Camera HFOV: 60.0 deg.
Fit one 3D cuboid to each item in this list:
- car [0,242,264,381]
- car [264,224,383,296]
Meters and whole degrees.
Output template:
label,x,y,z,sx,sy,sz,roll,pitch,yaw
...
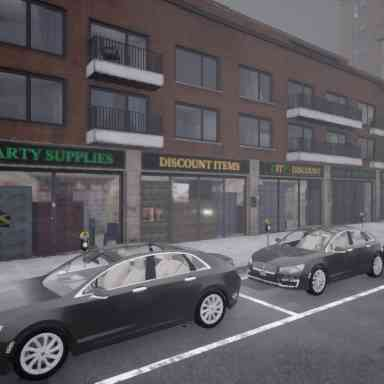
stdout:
label,x,y,z,sx,sy,sz,roll,pitch,yaw
car,-1.158,1.551,5.362,4.403,1.369,2.008,0,0,-35
car,3.335,1.551,8.565,4.403,1.369,2.008,0,0,-35
